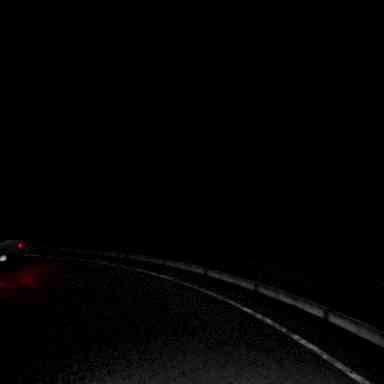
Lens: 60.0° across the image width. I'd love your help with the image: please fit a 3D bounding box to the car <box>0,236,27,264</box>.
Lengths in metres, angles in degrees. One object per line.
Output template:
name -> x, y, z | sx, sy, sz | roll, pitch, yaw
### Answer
car -> -8.546, 2.086, 12.165 | 4.718, 1.301, 1.895 | -3, 0, 21
